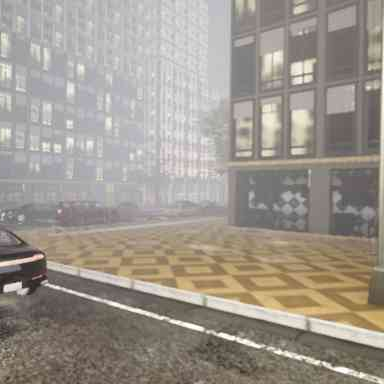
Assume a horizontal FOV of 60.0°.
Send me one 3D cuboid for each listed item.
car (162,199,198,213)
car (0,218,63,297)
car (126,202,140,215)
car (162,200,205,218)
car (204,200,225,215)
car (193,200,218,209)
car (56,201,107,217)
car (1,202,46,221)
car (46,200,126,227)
[{"bbox_3d":[-1.482,1.774,43.289,1.882,1.535,5.008,1,0,37],"label":"car"},{"bbox_3d":[-5.181,1.493,7.376,4.902,1.511,2.128,0,0,35],"label":"car"},{"bbox_3d":[-7.539,1.733,35.113,1.812,1.442,4.674,1,0,36],"label":"car"},{"bbox_3d":[-0.997,1.850,34.234,1.752,1.417,4.829,0,0,36],"label":"car"},{"bbox_3d":[2.254,1.954,38.633,1.802,1.307,4.206,0,0,36],"label":"car"},{"bbox_3d":[2.213,1.906,52.676,1.947,1.339,4.313,1,0,36],"label":"car"},{"bbox_3d":[-11.292,1.669,34.403,1.752,1.417,4.829,0,0,36],"label":"car"},{"bbox_3d":[-13.097,1.630,27.644,1.837,1.490,4.892,1,0,38],"label":"car"},{"bbox_3d":[-7.800,1.539,25.026,2.192,1.841,5.009,0,0,36],"label":"car"}]
